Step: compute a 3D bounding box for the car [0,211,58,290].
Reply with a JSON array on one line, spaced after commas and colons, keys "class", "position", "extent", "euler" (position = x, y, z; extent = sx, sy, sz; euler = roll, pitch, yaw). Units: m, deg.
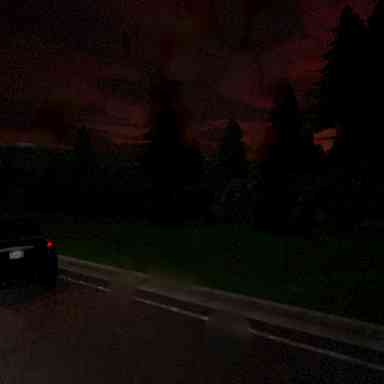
[{"class": "car", "position": [-5.295, 1.291, 8.085], "extent": [4.553, 1.767, 2.097], "euler": [1, 0, 37]}]
